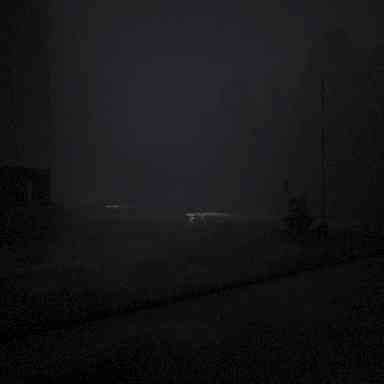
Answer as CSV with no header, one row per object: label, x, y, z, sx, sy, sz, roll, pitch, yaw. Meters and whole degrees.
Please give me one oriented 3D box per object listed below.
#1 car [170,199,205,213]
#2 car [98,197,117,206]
car,-0.579,1.451,35.409,1.812,1.442,4.674,0,0,-36
car,-13.743,1.490,54.014,1.994,1.385,4.181,0,0,-35
